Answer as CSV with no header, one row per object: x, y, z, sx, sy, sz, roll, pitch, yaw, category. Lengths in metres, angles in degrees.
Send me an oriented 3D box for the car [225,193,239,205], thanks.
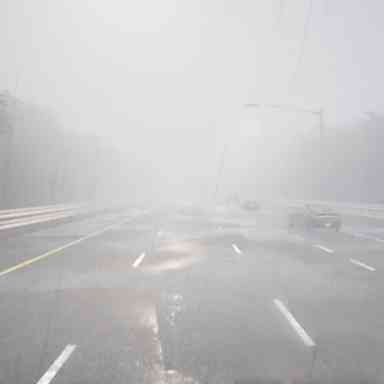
7.171,1.207,59.912,2.150,2.045,5.566,0,-1,0,car

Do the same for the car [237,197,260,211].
7.088,1.554,40.931,1.994,1.385,4.181,0,0,0,car

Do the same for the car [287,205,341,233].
7.019,1.493,19.593,2.128,1.511,4.902,0,0,0,car
